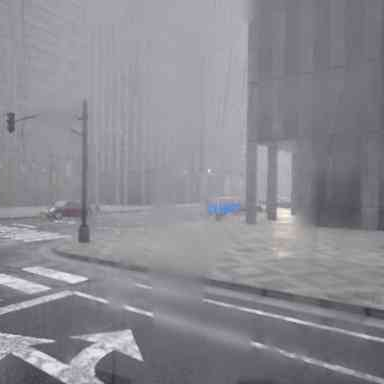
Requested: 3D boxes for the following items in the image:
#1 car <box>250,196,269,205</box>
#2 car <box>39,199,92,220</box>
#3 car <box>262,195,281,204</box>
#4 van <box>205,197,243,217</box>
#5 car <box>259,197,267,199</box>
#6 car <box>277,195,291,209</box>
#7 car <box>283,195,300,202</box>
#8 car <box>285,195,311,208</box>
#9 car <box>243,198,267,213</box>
[{"bbox_3d":[11.886,1.473,58.370,1.802,1.307,4.206,1,0,36],"label":"car"},{"bbox_3d":[-10.411,1.352,27.497,1.967,1.590,4.097,1,1,36],"label":"car"},{"bbox_3d":[15.074,1.337,62.779,1.967,1.590,4.097,1,0,36],"label":"car"},{"bbox_3d":[2.874,1.361,31.327,1.690,1.788,3.998,1,1,36],"label":"van"},{"bbox_3d":[12.438,1.529,54.415,1.895,1.301,4.718,1,1,36],"label":"car"},{"bbox_3d":[12.429,1.445,44.560,1.967,1.590,4.097,1,1,36],"label":"car"},{"bbox_3d":[21.444,1.458,71.601,2.008,1.369,4.403,1,0,36],"label":"car"},{"bbox_3d":[15.617,1.322,48.970,2.192,1.841,5.009,1,0,36],"label":"car"},{"bbox_3d":[6.057,1.596,35.740,1.802,1.307,4.206,1,1,36],"label":"car"}]
